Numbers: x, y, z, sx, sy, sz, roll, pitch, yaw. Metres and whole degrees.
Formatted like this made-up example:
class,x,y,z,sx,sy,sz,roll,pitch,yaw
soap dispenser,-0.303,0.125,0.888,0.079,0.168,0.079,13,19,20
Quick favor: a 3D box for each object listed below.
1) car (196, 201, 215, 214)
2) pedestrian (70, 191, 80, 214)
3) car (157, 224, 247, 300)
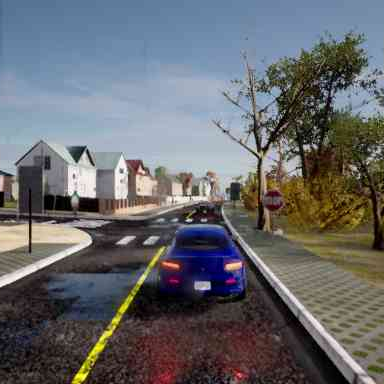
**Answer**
class,x,y,z,sx,sy,sz,roll,pitch,yaw
car,1.477,1.657,35.421,1.895,1.301,4.718,0,0,4
pedestrian,-9.155,0.794,25.996,0.375,1.860,0.375,0,-3,1
car,0.225,1.530,8.310,1.812,1.442,4.674,0,0,1
